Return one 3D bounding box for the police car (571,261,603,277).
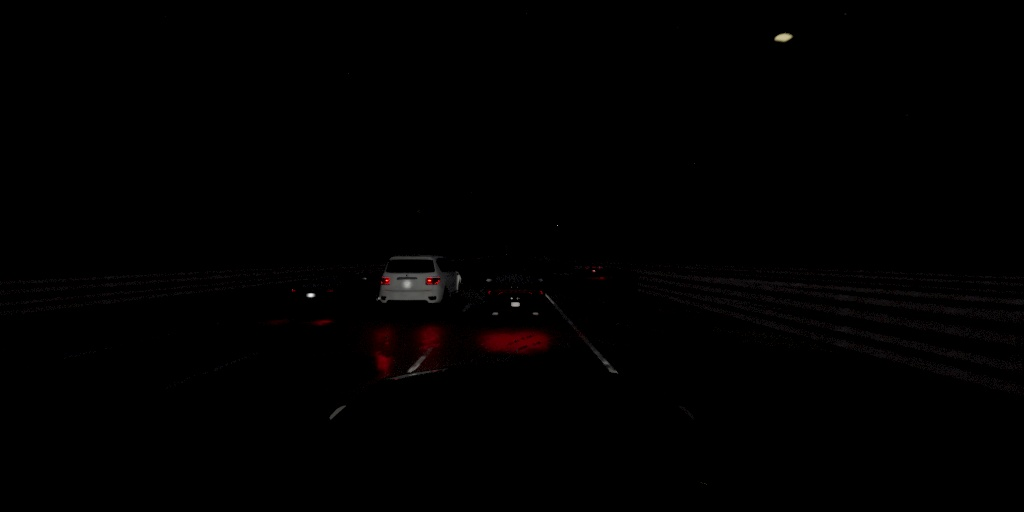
[{"bbox_3d":[7.599,1.296,37.260,2.038,1.542,4.974,0,0,-9],"label":"police car"}]

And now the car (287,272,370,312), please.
[{"bbox_3d":[-6.898,1.317,14.299,1.994,1.385,4.181,0,0,0],"label":"car"}]

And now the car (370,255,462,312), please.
[{"bbox_3d":[-3.397,0.975,14.307,2.150,2.045,5.566,0,0,0],"label":"car"}]

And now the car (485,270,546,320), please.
[{"bbox_3d":[0.103,1.230,12.725,1.882,1.535,5.008,0,0,0],"label":"car"}]
